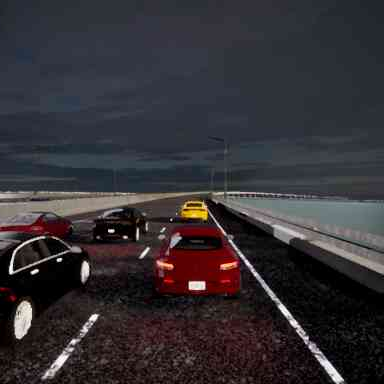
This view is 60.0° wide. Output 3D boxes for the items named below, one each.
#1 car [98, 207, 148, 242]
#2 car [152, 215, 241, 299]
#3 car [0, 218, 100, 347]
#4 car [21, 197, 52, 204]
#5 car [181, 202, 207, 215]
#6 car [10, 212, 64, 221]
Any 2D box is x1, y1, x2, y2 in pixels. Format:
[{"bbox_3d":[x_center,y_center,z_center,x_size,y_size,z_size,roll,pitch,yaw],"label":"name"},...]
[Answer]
[{"bbox_3d":[-3.377,1.480,16.396,1.882,1.535,5.008,0,0,0],"label":"car"},{"bbox_3d":[0.102,1.527,8.314,1.812,1.442,4.674,0,0,0],"label":"car"},{"bbox_3d":[-3.399,1.507,6.289,1.837,1.490,4.892,0,0,0],"label":"car"},{"bbox_3d":[-17.414,1.355,37.308,2.097,1.767,4.553,0,0,1],"label":"car"},{"bbox_3d":[0.175,1.480,25.890,1.882,1.535,5.008,0,0,0],"label":"car"},{"bbox_3d":[-6.882,1.566,14.958,1.994,1.385,4.181,0,0,0],"label":"car"}]
